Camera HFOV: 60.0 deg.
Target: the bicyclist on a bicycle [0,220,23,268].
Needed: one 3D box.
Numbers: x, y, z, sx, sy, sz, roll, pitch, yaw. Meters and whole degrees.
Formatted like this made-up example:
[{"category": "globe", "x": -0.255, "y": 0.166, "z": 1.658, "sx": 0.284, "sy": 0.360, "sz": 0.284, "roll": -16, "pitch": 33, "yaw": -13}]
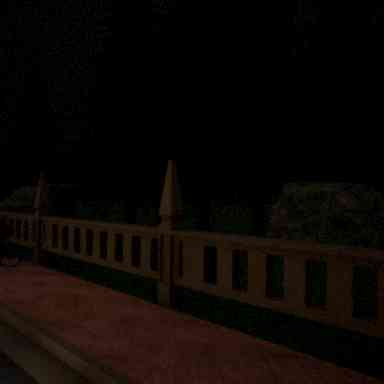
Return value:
[{"category": "bicyclist on a bicycle", "x": -5.566, "y": 1.381, "z": 9.320, "sx": 0.582, "sy": 1.620, "sz": 1.656, "roll": 0, "pitch": -2, "yaw": 42}]
